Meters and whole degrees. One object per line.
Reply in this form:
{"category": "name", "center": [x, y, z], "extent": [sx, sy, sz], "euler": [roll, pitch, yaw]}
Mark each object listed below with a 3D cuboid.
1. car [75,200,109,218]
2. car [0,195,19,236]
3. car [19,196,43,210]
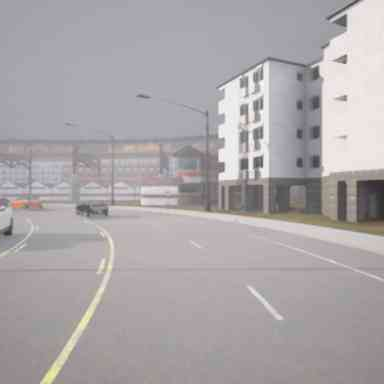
{"category": "car", "center": [-8.870, 1.408, 29.273], "extent": [2.128, 1.511, 4.902], "euler": [0, 0, -34]}
{"category": "car", "center": [-9.569, 1.182, 14.952], "extent": [2.150, 2.045, 5.566], "euler": [0, 0, -19]}
{"category": "car", "center": [-20.394, 1.240, 40.845], "extent": [4.553, 1.767, 2.097], "euler": [0, 0, 35]}
